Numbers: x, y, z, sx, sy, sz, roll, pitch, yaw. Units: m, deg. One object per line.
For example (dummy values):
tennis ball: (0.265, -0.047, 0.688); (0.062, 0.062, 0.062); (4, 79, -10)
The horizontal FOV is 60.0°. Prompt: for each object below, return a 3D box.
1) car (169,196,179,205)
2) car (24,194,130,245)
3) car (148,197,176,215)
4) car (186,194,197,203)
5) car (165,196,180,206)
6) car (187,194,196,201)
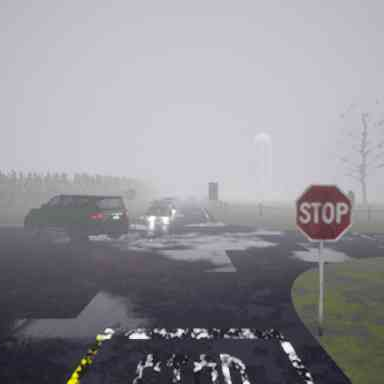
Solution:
car: (-2.910, 1.323, 41.008); (1.812, 1.442, 4.674); (0, 0, 0)
car: (-5.311, 1.090, 15.153); (5.566, 2.045, 2.150); (1, 0, 35)
car: (-2.887, 1.406, 31.038); (1.994, 1.385, 4.181); (0, 0, 0)
car: (-0.003, 1.261, 61.709); (2.033, 1.411, 5.357); (0, 0, 0)
car: (-2.910, 1.300, 51.506); (2.033, 1.411, 5.357); (0, 0, 0)
car: (-0.125, 1.200, 72.158); (1.812, 1.442, 4.674); (0, 0, 0)
